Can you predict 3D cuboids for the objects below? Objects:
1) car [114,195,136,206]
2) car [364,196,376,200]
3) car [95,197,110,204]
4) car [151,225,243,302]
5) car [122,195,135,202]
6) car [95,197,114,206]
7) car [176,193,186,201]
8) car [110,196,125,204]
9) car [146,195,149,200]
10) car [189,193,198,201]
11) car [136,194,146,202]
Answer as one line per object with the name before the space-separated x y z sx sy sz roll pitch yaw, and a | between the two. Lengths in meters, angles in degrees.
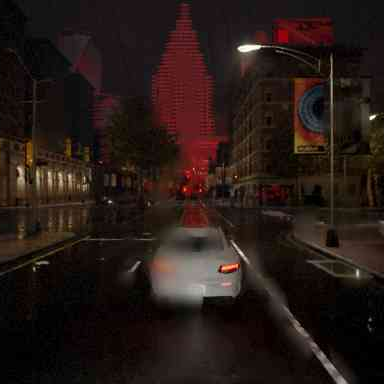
car | -11.324 1.478 56.724 1.882 1.535 5.008 0 0 0
car | 34.758 1.481 68.023 2.231 1.521 4.892 0 0 0
car | -17.943 1.595 66.873 1.895 1.301 4.718 0 0 0
car | 0.114 1.526 8.122 1.812 1.442 4.674 0 0 1
car | -14.647 1.478 76.742 1.882 1.535 5.008 0 0 0
car | -14.823 1.547 56.789 2.033 1.411 5.357 0 0 0
car | -3.098 1.552 87.296 1.994 1.385 4.181 0 0 0
car | -14.711 1.505 66.328 1.837 1.490 4.892 0 0 1
car | -11.147 1.355 76.757 2.097 1.767 4.553 0 0 0
car | 0.400 1.355 86.898 2.097 1.767 4.553 0 0 0
car | -11.214 1.547 66.537 2.033 1.411 5.357 0 0 1
